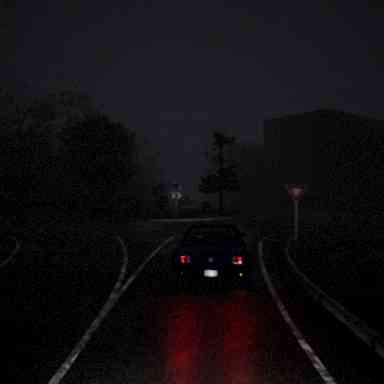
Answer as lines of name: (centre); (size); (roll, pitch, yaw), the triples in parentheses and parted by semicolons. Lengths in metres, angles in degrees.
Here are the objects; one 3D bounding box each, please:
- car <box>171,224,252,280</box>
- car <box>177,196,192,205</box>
car: (0.636, 1.587, 9.892); (1.895, 1.301, 4.718); (0, 0, 5)
car: (-1.204, 1.372, 54.126); (2.128, 1.511, 4.902); (0, 0, -12)
